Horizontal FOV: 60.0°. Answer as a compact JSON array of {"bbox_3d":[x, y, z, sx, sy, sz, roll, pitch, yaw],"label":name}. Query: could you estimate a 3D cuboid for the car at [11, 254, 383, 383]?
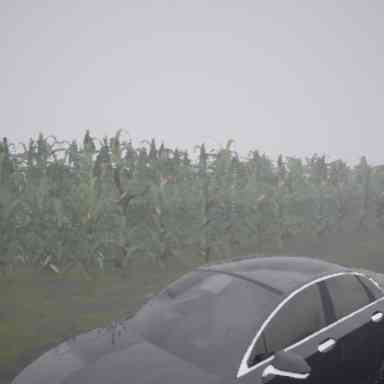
[{"bbox_3d":[0.671,1.542,3.573,4.892,1.490,1.837,0,-1,-38],"label":"car"}]
